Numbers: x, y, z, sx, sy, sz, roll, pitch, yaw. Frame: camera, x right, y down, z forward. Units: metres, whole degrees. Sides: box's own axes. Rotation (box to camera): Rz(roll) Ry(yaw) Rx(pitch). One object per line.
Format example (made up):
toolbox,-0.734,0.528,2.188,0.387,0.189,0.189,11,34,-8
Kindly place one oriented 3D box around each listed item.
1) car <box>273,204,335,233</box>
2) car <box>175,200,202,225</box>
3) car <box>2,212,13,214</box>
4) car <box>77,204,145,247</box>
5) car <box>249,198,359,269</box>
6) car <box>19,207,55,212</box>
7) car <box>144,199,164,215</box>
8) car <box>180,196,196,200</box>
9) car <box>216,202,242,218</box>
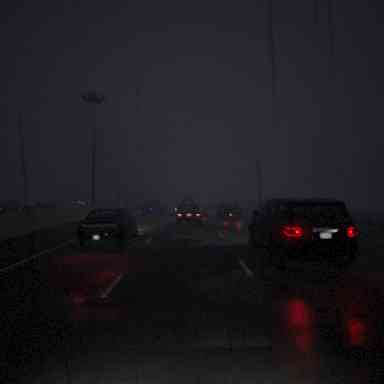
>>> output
car,6.783,1.531,20.941,2.033,1.411,5.357,0,0,-1
car,-0.259,1.529,23.991,2.033,1.411,5.357,0,0,-2
car,-18.067,1.458,32.359,1.882,1.535,5.008,0,0,-1
car,-3.639,1.481,14.937,2.128,1.511,4.902,0,0,-1
car,3.412,1.213,11.248,2.150,2.045,5.566,0,0,-1
car,-14.560,1.581,31.772,1.895,1.301,4.718,0,0,-1
car,-3.887,1.454,33.648,1.882,1.535,5.008,0,0,-1
car,-0.495,1.322,41.804,2.097,1.767,4.553,0,0,-1
car,3.168,1.579,29.791,1.895,1.301,4.718,0,0,-1
